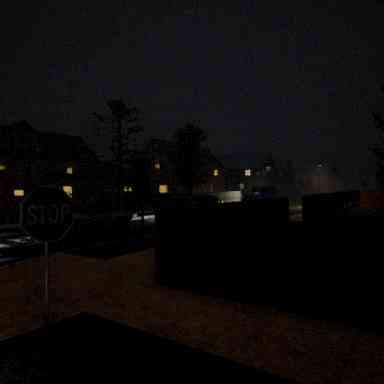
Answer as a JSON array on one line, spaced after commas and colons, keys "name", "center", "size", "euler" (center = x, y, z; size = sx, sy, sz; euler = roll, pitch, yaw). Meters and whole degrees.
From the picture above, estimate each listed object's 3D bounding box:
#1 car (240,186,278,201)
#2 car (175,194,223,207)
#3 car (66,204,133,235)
[{"name": "car", "center": [7.004, 0.423, 34.046], "size": [2.150, 2.045, 5.566], "euler": [-1, 1, 35]}, {"name": "car", "center": [0.587, 0.971, 25.098], "size": [1.837, 1.490, 4.892], "euler": [-1, 1, 36]}, {"name": "car", "center": [-5.301, 1.311, 16.883], "size": [1.895, 1.301, 4.718], "euler": [-1, 1, 36]}]
